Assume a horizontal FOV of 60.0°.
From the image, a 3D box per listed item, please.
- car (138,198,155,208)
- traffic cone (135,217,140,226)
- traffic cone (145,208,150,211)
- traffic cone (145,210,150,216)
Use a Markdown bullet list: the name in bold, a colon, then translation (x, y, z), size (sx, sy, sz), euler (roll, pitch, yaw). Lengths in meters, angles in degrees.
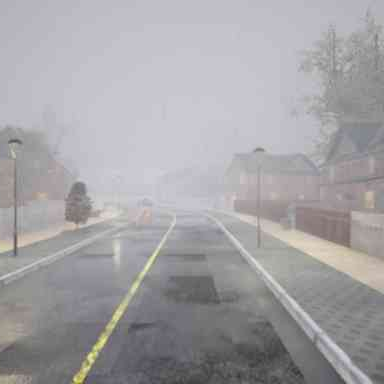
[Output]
- **car**: translation (-7.526, 1.726, 54.335), size (1.837, 1.490, 4.892), euler (1, 0, -23)
- **traffic cone**: translation (-3.844, 2.065, 23.491), size (0.340, 0.580, 0.340), euler (0, 0, 0)
- **traffic cone**: translation (-4.274, 2.102, 33.210), size (0.340, 0.580, 0.340), euler (0, 0, -6)
- **traffic cone**: translation (-3.911, 2.084, 28.384), size (0.340, 0.580, 0.340), euler (0, 0, -2)
